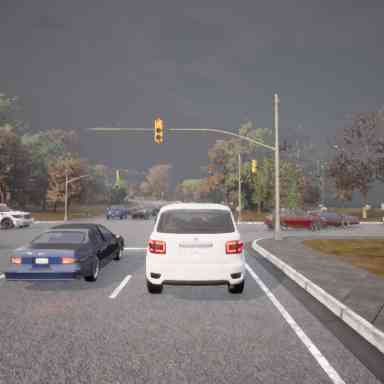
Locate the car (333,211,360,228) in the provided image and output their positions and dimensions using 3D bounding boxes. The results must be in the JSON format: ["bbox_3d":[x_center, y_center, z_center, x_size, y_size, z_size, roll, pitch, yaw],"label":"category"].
[{"bbox_3d":[11.726,2.391,29.155,5.357,1.411,2.033,0,-3,-1],"label":"car"}]

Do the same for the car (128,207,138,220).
[{"bbox_3d":[-7.071,3.150,45.821,1.895,1.301,4.718,0,-2,-1],"label":"car"}]

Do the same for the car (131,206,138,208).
[{"bbox_3d":[-10.558,3.377,57.475,2.033,1.411,5.357,0,-1,1],"label":"car"}]

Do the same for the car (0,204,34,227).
[{"bbox_3d":[-15.686,1.958,26.756,5.566,2.045,2.150,-1,-3,9],"label":"car"}]

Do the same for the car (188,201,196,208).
[{"bbox_3d":[-0.088,3.299,87.819,1.837,1.490,4.892,0,0,-3],"label":"car"}]

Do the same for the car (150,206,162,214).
[{"bbox_3d":[-7.018,3.490,65.271,1.895,1.301,4.718,0,0,1],"label":"car"}]

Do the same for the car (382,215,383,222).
[{"bbox_3d":[21.429,2.510,33.030,4.902,1.511,2.128,0,-3,-3],"label":"car"}]

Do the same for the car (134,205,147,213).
[{"bbox_3d":[-10.487,3.490,67.758,1.895,1.301,4.718,0,0,0],"label":"car"}]

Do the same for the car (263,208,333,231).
[{"bbox_3d":[7.867,2.029,25.438,4.553,1.767,2.097,0,-3,-1],"label":"car"}]

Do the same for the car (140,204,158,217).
[{"bbox_3d":[-7.071,3.015,55.349,2.150,2.045,5.566,0,-1,0],"label":"car"}]

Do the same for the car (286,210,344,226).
[{"bbox_3d":[12.007,2.493,32.670,4.902,1.511,2.128,0,-3,-1],"label":"car"}]

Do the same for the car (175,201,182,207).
[{"bbox_3d":[-3.564,3.105,87.467,1.882,1.535,5.008,0,0,-3],"label":"car"}]

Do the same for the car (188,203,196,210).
[{"bbox_3d":[0.026,3.343,77.667,1.837,1.490,4.892,0,0,0],"label":"car"}]

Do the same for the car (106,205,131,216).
[{"bbox_3d":[-10.592,2.815,47.182,2.150,2.045,5.566,0,-2,-2],"label":"car"}]

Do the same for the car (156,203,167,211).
[{"bbox_3d":[-6.974,3.391,75.968,2.033,1.411,5.357,0,0,0],"label":"car"}]

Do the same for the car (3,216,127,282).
[{"bbox_3d":[-3.414,1.665,10.057,2.033,1.411,5.357,0,-1,0],"label":"car"}]

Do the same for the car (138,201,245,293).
[{"bbox_3d":[0.086,1.321,9.202,2.150,2.045,5.566,0,-1,0],"label":"car"}]
